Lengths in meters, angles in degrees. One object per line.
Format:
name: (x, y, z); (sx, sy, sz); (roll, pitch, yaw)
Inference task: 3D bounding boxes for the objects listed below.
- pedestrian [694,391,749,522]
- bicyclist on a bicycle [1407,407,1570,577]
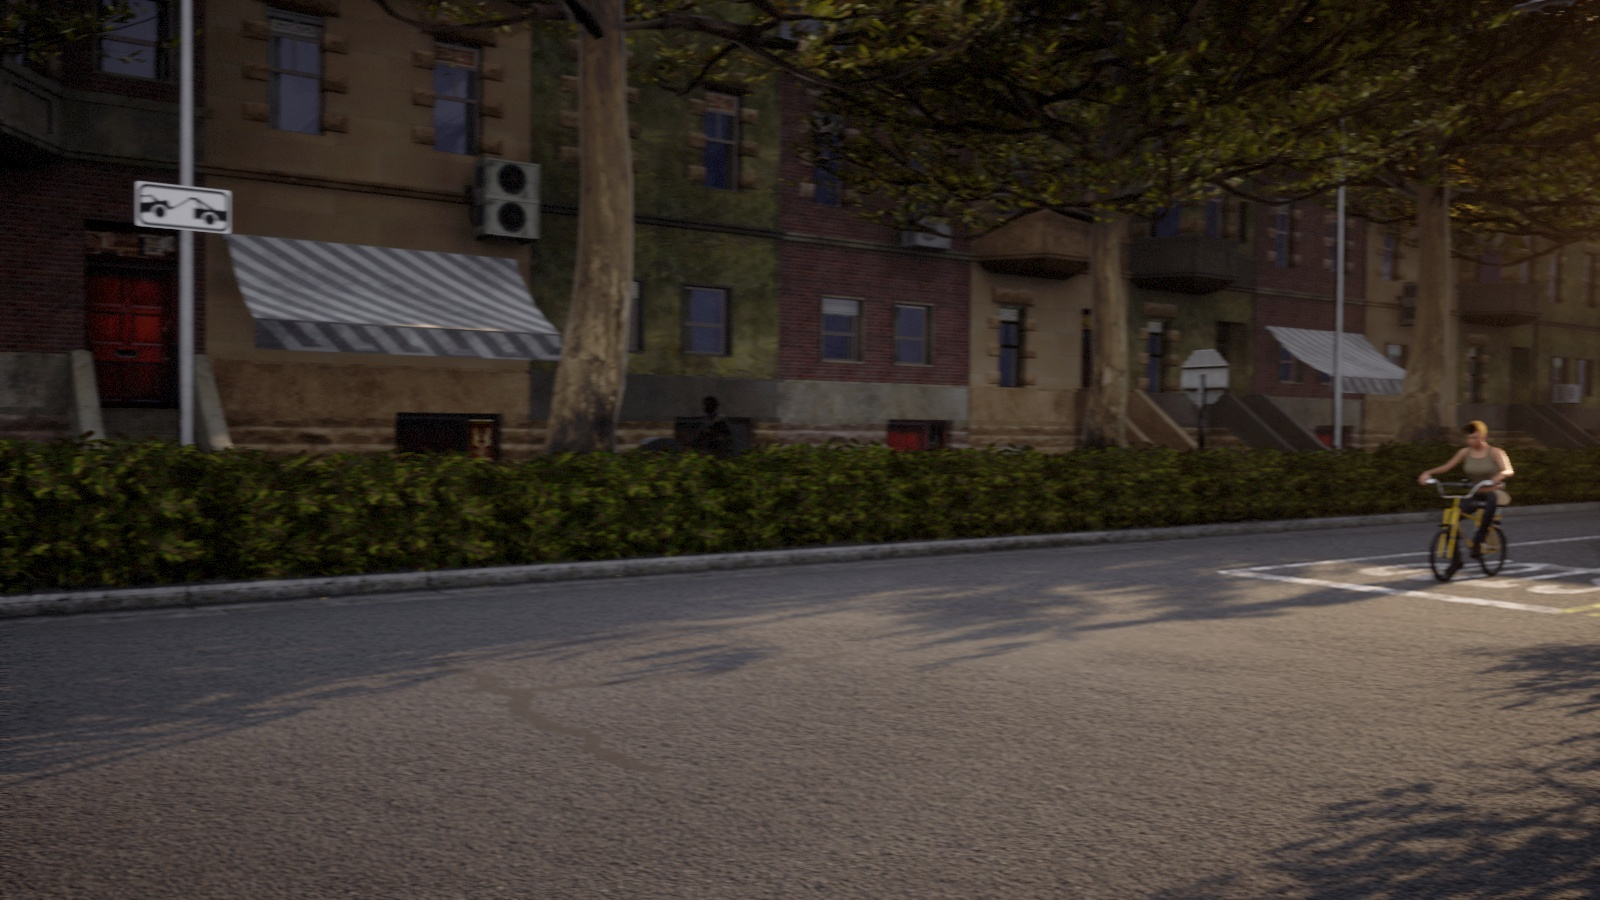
pedestrian: (-1.175, 0.093, 18.805); (0.692, 1.930, 0.395); (-1, 1, -38)
bicyclist on a bicycle: (6.974, 0.386, 12.713); (1.509, 1.612, 0.866); (-1, 1, -35)
